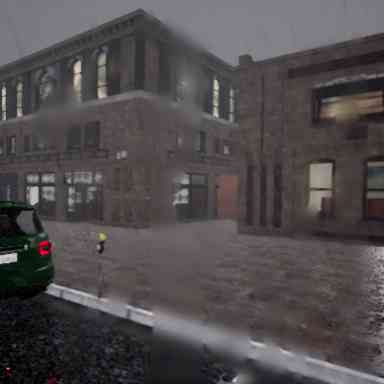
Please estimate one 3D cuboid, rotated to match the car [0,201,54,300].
[{"bbox_3d":[-5.259,1.200,7.136,5.566,2.045,2.150,0,0,35],"label":"car"}]
